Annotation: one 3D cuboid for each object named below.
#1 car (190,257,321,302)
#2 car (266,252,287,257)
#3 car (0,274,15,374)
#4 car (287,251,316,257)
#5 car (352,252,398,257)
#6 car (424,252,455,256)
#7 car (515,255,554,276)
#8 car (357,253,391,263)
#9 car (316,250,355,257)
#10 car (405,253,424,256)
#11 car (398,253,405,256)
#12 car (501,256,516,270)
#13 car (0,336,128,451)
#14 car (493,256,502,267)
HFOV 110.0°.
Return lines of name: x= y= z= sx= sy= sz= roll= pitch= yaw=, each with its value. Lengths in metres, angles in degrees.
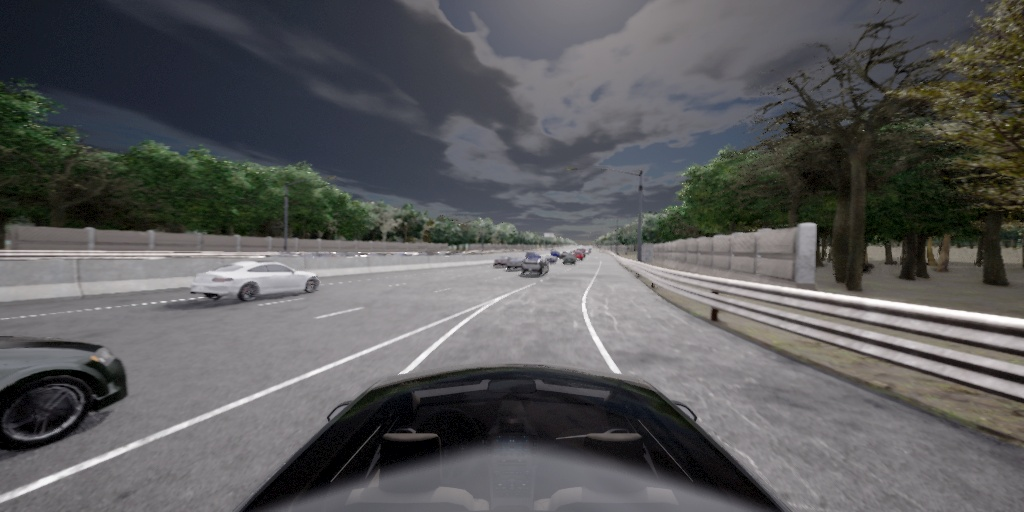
car: x=-9.949 y=0.917 z=14.351 sx=1.812 sy=1.442 sz=4.674 roll=1 pitch=1 yaw=15
car: x=-25.055 y=0.288 z=39.579 sx=2.128 sy=1.511 sz=4.902 roll=1 pitch=1 yaw=15
car: x=-9.218 y=1.026 z=3.424 sx=1.837 sy=1.490 sz=4.892 roll=1 pitch=1 yaw=15
car: x=-21.521 y=0.228 z=39.242 sx=2.097 sy=1.767 sz=4.553 roll=1 pitch=1 yaw=15
car: x=-14.541 y=0.599 z=38.299 sx=1.994 sy=1.385 sz=4.181 roll=1 pitch=1 yaw=15
car: x=-10.645 y=0.461 z=53.045 sx=1.837 sy=1.490 sz=4.892 roll=1 pitch=1 yaw=15
car: x=2.162 y=0.943 z=32.727 sx=2.128 sy=1.511 sz=4.902 roll=1 pitch=1 yaw=15
car: x=-20.992 y=0.265 z=54.920 sx=2.033 sy=1.411 sz=5.357 roll=1 pitch=1 yaw=15
car: x=-18.105 y=0.309 z=38.481 sx=2.097 sy=1.767 sz=4.553 roll=1 pitch=1 yaw=15
car: x=-13.895 y=0.437 z=54.418 sx=1.994 sy=1.385 sz=4.181 roll=1 pitch=1 yaw=15
car: x=-17.322 y=0.270 z=55.124 sx=1.882 sy=1.535 sz=5.008 roll=1 pitch=1 yaw=15
car: x=0.799 y=0.876 z=41.306 sx=2.033 sy=1.411 sz=5.357 roll=1 pitch=1 yaw=15
car: x=-5.830 y=1.172 z=2.563 sx=1.994 sy=1.385 sz=4.181 roll=1 pitch=1 yaw=15
car: x=-0.974 y=0.762 z=48.361 sx=2.033 sy=1.411 sz=5.357 roll=1 pitch=1 yaw=15
